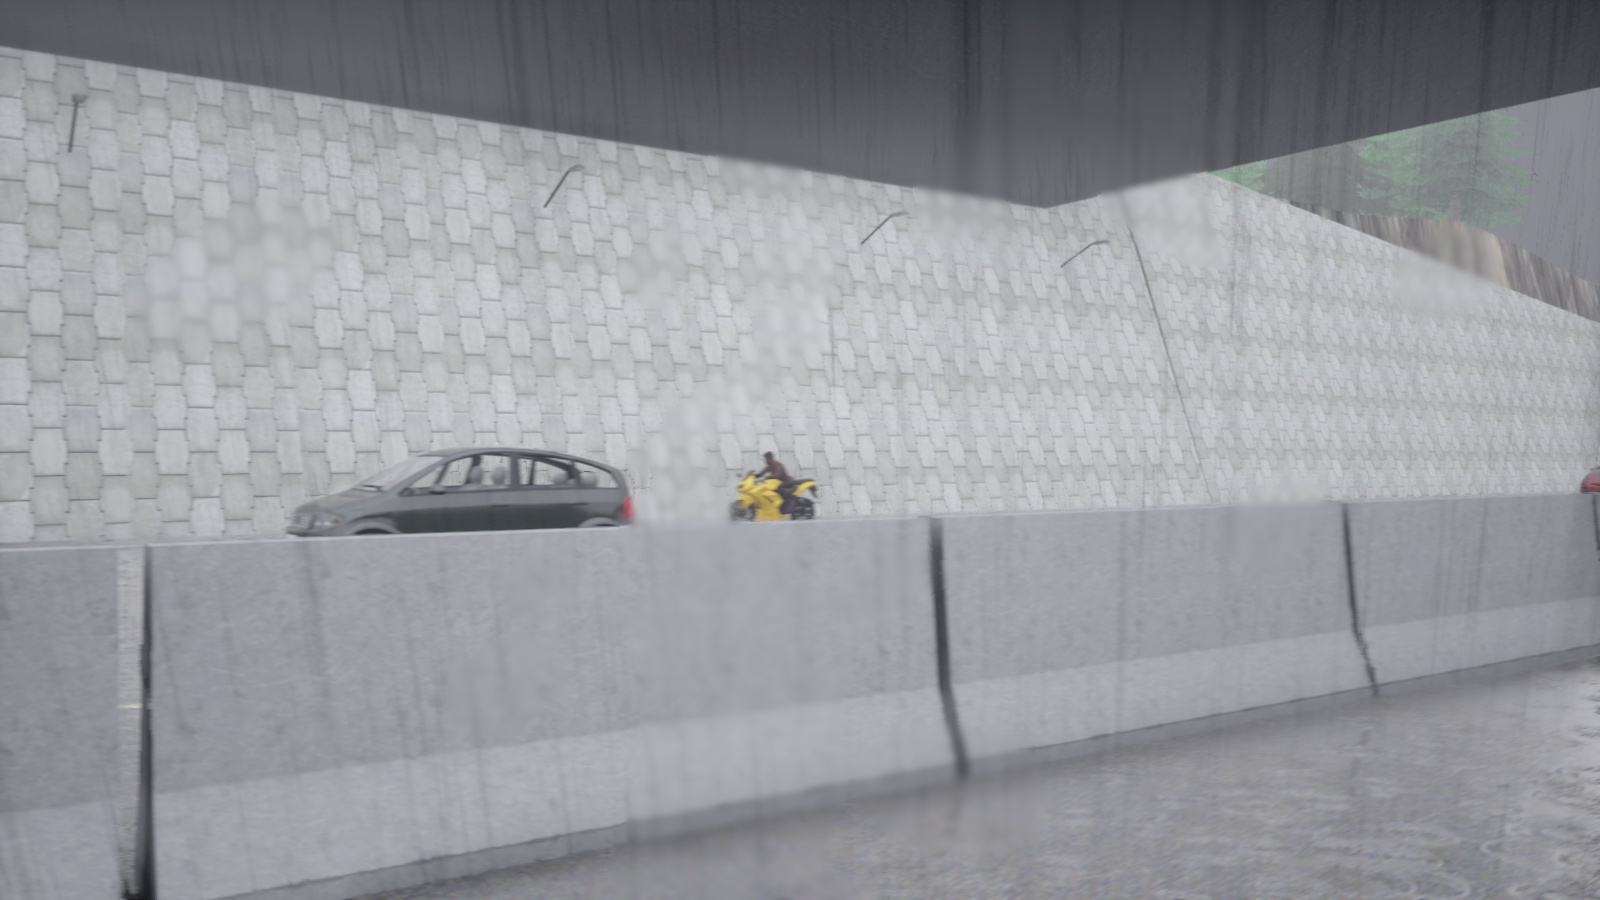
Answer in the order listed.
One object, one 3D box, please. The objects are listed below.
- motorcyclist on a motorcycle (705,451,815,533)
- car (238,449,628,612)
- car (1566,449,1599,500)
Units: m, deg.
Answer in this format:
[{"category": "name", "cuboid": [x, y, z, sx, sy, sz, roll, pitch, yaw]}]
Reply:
[{"category": "motorcyclist on a motorcycle", "cuboid": [-0.769, 0.788, 24.452, 2.044, 1.523, 0.797, 0, 0, -35]}, {"category": "car", "cuboid": [-3.951, 0.765, 13.702, 3.705, 1.549, 1.789, 0, 0, -35]}, {"category": "car", "cuboid": [25.747, 0.732, 38.685, 4.514, 1.525, 2.007, 0, 0, -35]}]
